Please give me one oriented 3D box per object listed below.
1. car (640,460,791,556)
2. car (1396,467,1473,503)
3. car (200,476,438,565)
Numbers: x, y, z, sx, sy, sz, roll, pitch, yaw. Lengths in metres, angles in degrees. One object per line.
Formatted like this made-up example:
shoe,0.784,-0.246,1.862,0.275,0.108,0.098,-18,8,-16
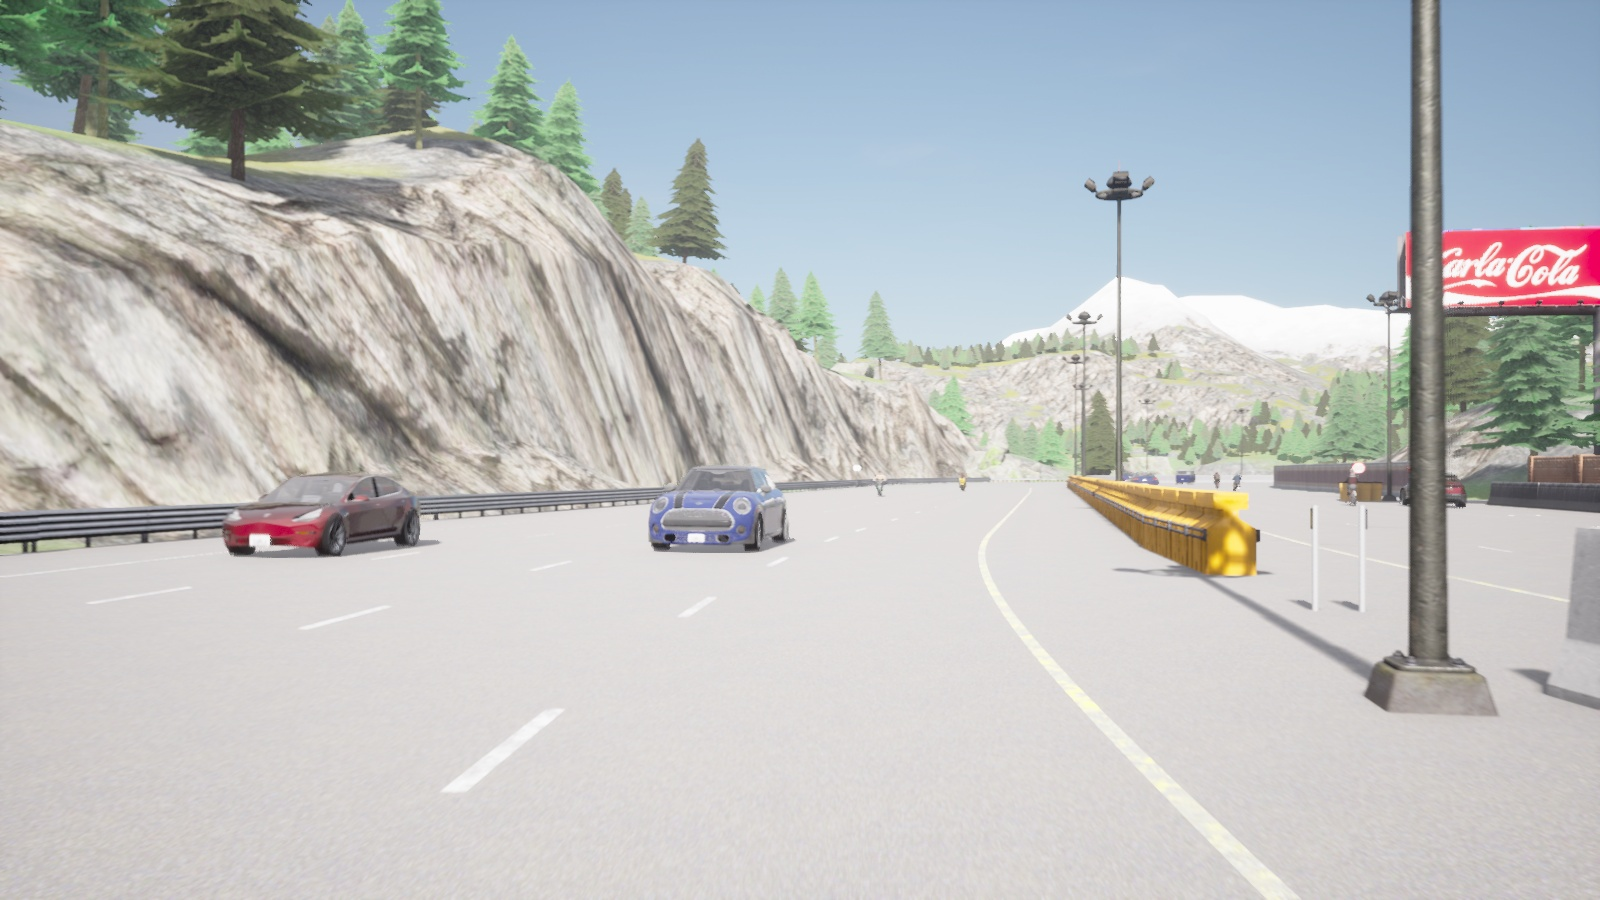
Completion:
car,-1.583,1.105,25.438,2.097,1.767,4.553,0,-1,9
car,30.018,1.633,59.561,2.033,1.649,4.856,0,-1,11
car,-8.900,1.245,23.804,2.163,1.488,4.792,0,-1,8
